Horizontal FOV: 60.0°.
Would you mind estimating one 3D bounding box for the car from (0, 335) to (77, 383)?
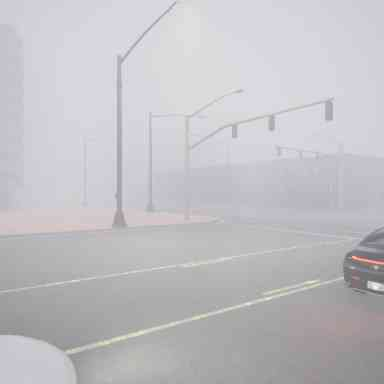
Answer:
[{"bbox_3d":[-2.972,1.526,1.634,4.674,1.442,1.812,0,0,-35],"label":"car"}]

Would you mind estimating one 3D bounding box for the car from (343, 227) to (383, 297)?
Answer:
[{"bbox_3d":[5.399,1.505,7.590,4.892,1.490,1.837,0,0,-35],"label":"car"}]
